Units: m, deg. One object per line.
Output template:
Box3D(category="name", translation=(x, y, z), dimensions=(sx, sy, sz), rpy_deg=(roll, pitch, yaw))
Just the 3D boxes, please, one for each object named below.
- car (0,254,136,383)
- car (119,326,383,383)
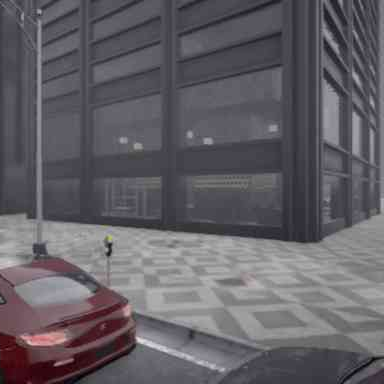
Box3D(category="car", translation=(-2.640, 1.592, 4.846), dimensions=(4.206, 1.307, 1.802), rpy_deg=(0, 0, 36))
Box3D(category="car", translation=(1.948, 1.549, 1.572), dimensions=(4.403, 1.369, 2.008), rpy_deg=(0, 0, 36))
